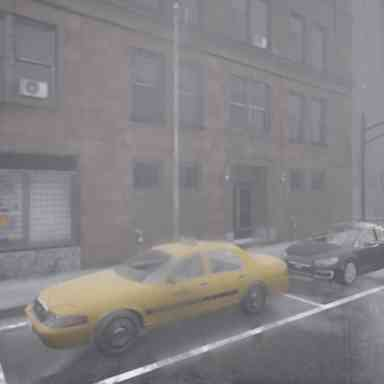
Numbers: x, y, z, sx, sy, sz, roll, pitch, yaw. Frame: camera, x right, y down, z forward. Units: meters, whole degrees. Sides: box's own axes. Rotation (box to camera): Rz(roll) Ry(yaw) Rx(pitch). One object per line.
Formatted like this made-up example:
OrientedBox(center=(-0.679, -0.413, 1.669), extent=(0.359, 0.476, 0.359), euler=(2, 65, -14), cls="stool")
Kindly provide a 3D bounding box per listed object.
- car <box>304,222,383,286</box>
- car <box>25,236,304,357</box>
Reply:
OrientedBox(center=(4.358, 1.557, 9.297), extent=(4.403, 1.369, 2.008), euler=(0, 0, -36), cls="car")
OrientedBox(center=(-0.273, 1.528, 5.994), extent=(4.829, 1.417, 1.752), euler=(0, 0, -36), cls="car")
